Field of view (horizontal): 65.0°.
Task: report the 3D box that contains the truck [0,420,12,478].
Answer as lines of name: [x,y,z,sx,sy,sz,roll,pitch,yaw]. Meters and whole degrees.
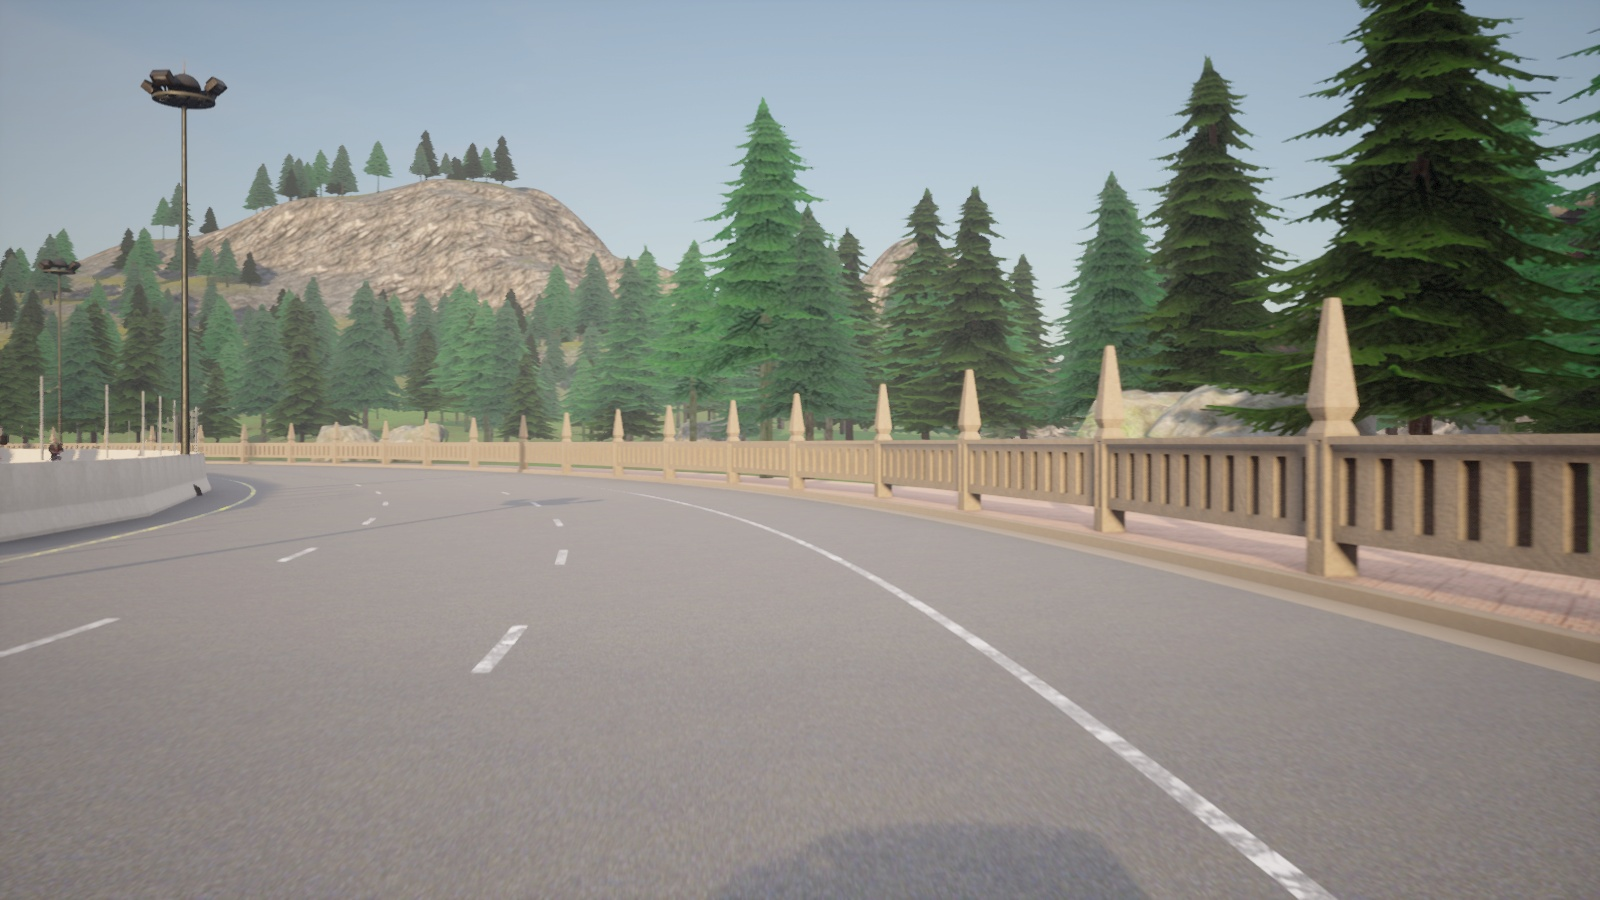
truck: [-36.222,-0.060,54.799,2.627,2.467,5.204,1,0,-37]
